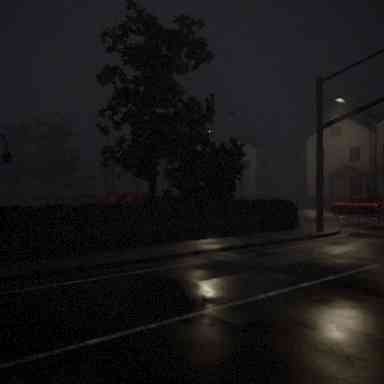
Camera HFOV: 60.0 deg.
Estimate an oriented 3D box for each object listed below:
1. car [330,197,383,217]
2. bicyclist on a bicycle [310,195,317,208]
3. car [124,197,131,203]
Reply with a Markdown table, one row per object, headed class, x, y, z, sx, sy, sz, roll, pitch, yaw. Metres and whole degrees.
| class | x | y | z | sx | sy | sz | roll | pitch | yaw |
| --- | --- | --- | --- | --- | --- | --- | --- | --- | --- |
| car | 14.648 | 1.222 | 29.416 | 2.097 | 1.767 | 4.553 | 0 | 0 | -33 |
| bicyclist on a bicycle | 15.198 | 1.140 | 41.374 | 1.656 | 1.620 | 0.582 | 0 | 0 | -35 |
| car | -10.518 | 1.499 | 58.973 | 2.033 | 1.411 | 5.357 | 0 | 0 | -35 |
